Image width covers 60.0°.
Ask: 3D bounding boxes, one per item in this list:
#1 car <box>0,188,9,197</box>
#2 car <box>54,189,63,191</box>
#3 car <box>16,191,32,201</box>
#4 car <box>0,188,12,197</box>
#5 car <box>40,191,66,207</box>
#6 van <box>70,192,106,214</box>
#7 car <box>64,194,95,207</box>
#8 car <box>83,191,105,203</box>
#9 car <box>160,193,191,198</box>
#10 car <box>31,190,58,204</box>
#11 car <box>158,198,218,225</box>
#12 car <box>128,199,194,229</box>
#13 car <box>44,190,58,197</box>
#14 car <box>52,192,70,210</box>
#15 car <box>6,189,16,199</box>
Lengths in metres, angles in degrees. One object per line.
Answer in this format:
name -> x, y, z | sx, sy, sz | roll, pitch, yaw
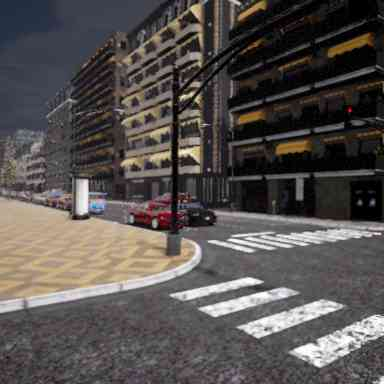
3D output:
car -> -38.540, 0.330, 69.680 | 2.008, 1.369, 4.403 | 2, 0, -36
car -> -25.227, 0.574, 65.558 | 1.752, 1.417, 4.829 | 2, 0, -36
car -> -25.290, 0.567, 51.336 | 1.967, 1.590, 4.097 | 2, 0, -36
car -> -41.844, 0.007, 74.266 | 2.192, 1.841, 5.009 | 2, 0, -36
car -> -15.359, 0.933, 37.577 | 1.887, 1.381, 4.507 | 2, 0, -36
van -> -8.730, 0.904, 28.405 | 1.690, 1.788, 3.998 | 2, 0, -36
car -> -13.383, 0.963, 39.265 | 2.033, 1.411, 5.357 | 1, 0, -36
car -> -15.190, 0.753, 51.662 | 1.967, 1.590, 4.097 | 2, 0, -36
car -> -1.941, 0.977, 33.317 | 2.192, 1.841, 5.009 | 2, 0, -36
car -> -18.571, 0.829, 42.026 | 1.752, 1.417, 4.829 | 2, 0, -36
car -> -0.254, 1.326, 21.060 | 1.994, 1.385, 4.181 | 1, 0, -36
car -> -2.114, 1.283, 19.233 | 1.887, 1.381, 4.507 | 2, 0, -36
car -> -31.747, 0.318, 74.592 | 1.967, 1.590, 4.097 | 2, 0, -36
car -> -12.048, 1.021, 32.991 | 1.887, 1.381, 4.507 | 2, 0, -36
car -> -31.917, 0.498, 60.508 | 1.887, 1.381, 4.507 | 2, 0, -36
